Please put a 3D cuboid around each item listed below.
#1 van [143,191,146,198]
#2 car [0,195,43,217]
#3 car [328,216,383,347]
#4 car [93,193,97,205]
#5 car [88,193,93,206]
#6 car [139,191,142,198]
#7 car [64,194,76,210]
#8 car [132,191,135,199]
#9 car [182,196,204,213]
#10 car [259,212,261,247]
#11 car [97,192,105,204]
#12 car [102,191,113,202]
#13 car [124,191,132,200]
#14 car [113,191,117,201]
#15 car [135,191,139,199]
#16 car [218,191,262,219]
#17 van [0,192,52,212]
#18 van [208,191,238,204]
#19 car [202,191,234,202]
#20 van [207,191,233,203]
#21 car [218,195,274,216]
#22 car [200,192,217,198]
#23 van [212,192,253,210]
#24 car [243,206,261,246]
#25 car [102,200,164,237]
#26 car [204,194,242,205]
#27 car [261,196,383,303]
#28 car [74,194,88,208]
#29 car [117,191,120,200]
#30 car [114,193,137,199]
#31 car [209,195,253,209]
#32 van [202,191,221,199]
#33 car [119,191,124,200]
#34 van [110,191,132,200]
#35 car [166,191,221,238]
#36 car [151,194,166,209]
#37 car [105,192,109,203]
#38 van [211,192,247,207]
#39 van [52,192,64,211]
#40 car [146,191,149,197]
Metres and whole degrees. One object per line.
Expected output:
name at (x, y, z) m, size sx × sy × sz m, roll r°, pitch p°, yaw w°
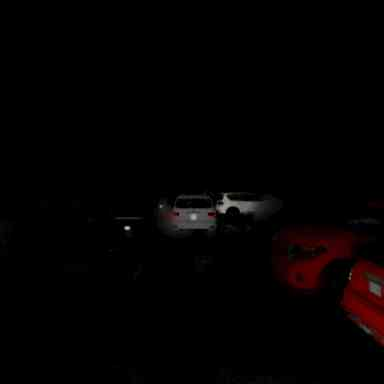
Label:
van at (-15.420, 0.675, 88.897) m, size 4.442 × 1.987 × 1.878 m, roll 0°, pitch 0°, yaw 0°
car at (-15.582, 1.265, 27.760) m, size 4.892 × 1.521 × 2.231 m, roll 0°, pitch 0°, yaw 0°
car at (4.609, 1.329, 4.515) m, size 4.553 × 1.767 × 2.185 m, roll 0°, pitch 0°, yaw 0°
car at (-15.605, 1.004, 44.434) m, size 4.553 × 1.767 × 2.185 m, roll 0°, pitch 0°, yaw 0°
car at (-15.571, 1.152, 41.657) m, size 5.008 × 1.535 × 2.097 m, roll 0°, pitch 0°, yaw 0°
car at (-15.539, 0.955, 83.216) m, size 4.674 × 1.452 × 2.002 m, roll 0°, pitch 0°, yaw 0°
car at (-15.584, 1.238, 36.098) m, size 4.674 × 1.452 × 2.002 m, roll 0°, pitch 0°, yaw 0°
car at (-15.368, 0.963, 69.446) m, size 5.366 × 1.575 × 1.946 m, roll 0°, pitch 0°, yaw 0°
car at (0.102, 1.255, 34.492) m, size 2.128 × 1.511 × 4.902 m, roll 0°, pitch 0°, yaw 0°
car at (4.643, 1.463, 10.032) m, size 4.674 × 1.452 × 2.002 m, roll 0°, pitch 0°, yaw 0°
car at (-15.567, 1.107, 47.217) m, size 5.008 × 1.535 × 2.097 m, roll 0°, pitch 0°, yaw 0°
car at (-15.536, 0.939, 52.770) m, size 4.553 × 1.767 × 2.185 m, roll 0°, pitch 0°, yaw 0°
car at (-15.527, 0.728, 66.666) m, size 5.566 × 2.045 × 2.435 m, roll 0°, pitch 0°, yaw 0°
car at (-15.533, 0.920, 55.551) m, size 4.553 × 1.767 × 2.185 m, roll 0°, pitch 0°, yaw 0°
car at (-15.520, 0.690, 75.001) m, size 5.566 × 2.045 × 2.435 m, roll 0°, pitch 0°, yaw 0°
car at (4.670, 1.058, 26.575) m, size 5.566 × 2.045 × 2.435 m, roll 0°, pitch 0°, yaw 0°
van at (-15.703, 1.017, 30.538) m, size 4.442 × 1.987 × 1.878 m, roll 0°, pitch 0°, yaw 0°
van at (4.760, 0.874, 51.396) m, size 4.442 × 1.987 × 1.878 m, roll 0°, pitch 0°, yaw 0°
car at (4.672, 0.789, 59.667) m, size 5.566 × 2.045 × 2.435 m, roll 0°, pitch 0°, yaw 0°
van at (4.760, 0.834, 56.909) m, size 4.442 × 1.987 × 1.878 m, roll 0°, pitch 0°, yaw 0°
car at (4.673, 1.162, 29.211) m, size 4.553 × 1.767 × 2.185 m, roll 0°, pitch 0°, yaw 0°
car at (4.615, 0.775, 92.751) m, size 4.553 × 1.767 × 2.185 m, roll 0°, pitch 0°, yaw 0°
van at (4.526, 0.990, 37.608) m, size 4.442 × 1.987 × 1.878 m, roll 0°, pitch 1°, yaw 0°
car at (4.612, 1.436, 12.790) m, size 4.792 × 1.488 × 2.163 m, roll 0°, pitch 0°, yaw 0°
car at (-2.901, 1.388, 17.344) m, size 2.128 × 1.511 × 4.902 m, roll 0°, pitch 0°, yaw 0°
car at (4.458, 1.119, 48.639) m, size 5.366 × 1.575 × 1.946 m, roll 0°, pitch 0°, yaw 0°
car at (4.612, 1.188, 7.272) m, size 5.566 × 2.045 × 2.435 m, roll 0°, pitch 0°, yaw 0°
car at (-15.394, 1.172, 38.877) m, size 5.366 × 1.575 × 1.946 m, roll 0°, pitch 0°, yaw 0°
car at (-15.560, 1.067, 58.331) m, size 4.674 × 1.452 × 2.002 m, roll 0°, pitch 0°, yaw 0°
car at (-15.539, 0.933, 77.783) m, size 4.892 × 1.521 × 2.231 m, roll 0°, pitch 0°, yaw 0°
car at (4.648, 1.192, 40.367) m, size 5.008 × 1.535 × 2.097 m, roll 0°, pitch 1°, yaw 0°
van at (4.528, 0.715, 78.843) m, size 4.442 × 1.987 × 1.878 m, roll 0°, pitch 0°, yaw 0°
car at (-15.554, 1.011, 61.110) m, size 4.892 × 1.521 × 2.231 m, roll 0°, pitch 0°, yaw 0°
van at (-15.434, 0.727, 72.224) m, size 4.442 × 1.987 × 1.878 m, roll 0°, pitch 0°, yaw 0°
car at (0.097, 1.120, 17.083) m, size 2.150 × 2.045 × 5.566 m, roll 0°, pitch 0°, yaw 1°
car at (-2.898, 1.265, 34.904) m, size 1.837 × 1.490 × 4.892 m, roll 0°, pitch 1°, yaw 0°
car at (-15.575, 1.087, 49.993) m, size 4.892 × 1.521 × 2.231 m, roll 0°, pitch 0°, yaw 0°
van at (4.760, 0.942, 43.123) m, size 4.442 × 1.987 × 1.878 m, roll 0°, pitch 0°, yaw 0°
van at (-15.700, 0.995, 33.317) m, size 4.442 × 1.987 × 1.878 m, roll 0°, pitch 0°, yaw 0°
car at (-15.562, 0.646, 91.677) m, size 5.566 × 2.045 × 2.435 m, roll 0°, pitch 0°, yaw 0°
